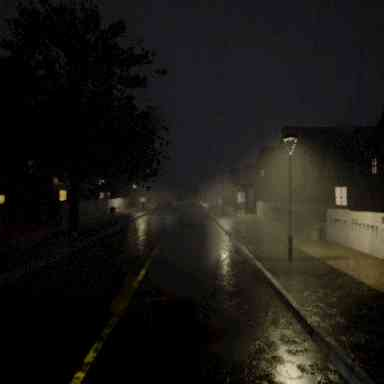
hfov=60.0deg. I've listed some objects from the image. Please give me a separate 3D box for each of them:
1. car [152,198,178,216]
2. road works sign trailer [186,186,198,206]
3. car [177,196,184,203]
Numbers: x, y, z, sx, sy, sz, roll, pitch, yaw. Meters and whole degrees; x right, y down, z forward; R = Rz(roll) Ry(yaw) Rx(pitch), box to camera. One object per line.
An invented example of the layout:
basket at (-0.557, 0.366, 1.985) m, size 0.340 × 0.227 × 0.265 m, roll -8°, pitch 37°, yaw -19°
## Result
car at (-2.852, 1.627, 33.909) m, size 2.033 × 1.411 × 5.357 m, roll 0°, pitch 0°, yaw 0°
road works sign trailer at (-0.011, 0.723, 62.110) m, size 2.380 × 3.560 × 2.880 m, roll 0°, pitch 0°, yaw 1°
car at (-2.759, 1.708, 74.630) m, size 2.033 × 1.411 × 5.357 m, roll 0°, pitch -1°, yaw 0°
